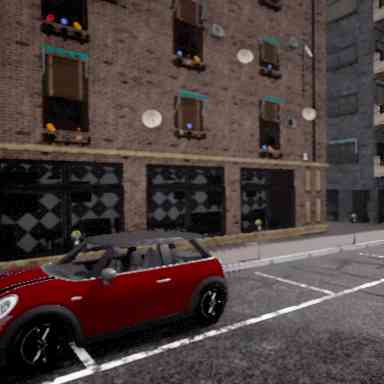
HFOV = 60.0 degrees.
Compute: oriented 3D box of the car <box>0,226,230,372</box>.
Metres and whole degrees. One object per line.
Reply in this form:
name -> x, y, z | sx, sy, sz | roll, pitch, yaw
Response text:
car -> -1.379, 1.452, 5.596 | 4.097, 1.590, 1.967 | 0, -1, -36
